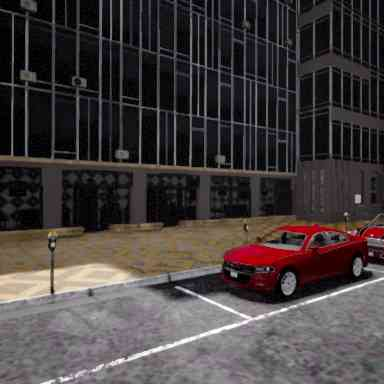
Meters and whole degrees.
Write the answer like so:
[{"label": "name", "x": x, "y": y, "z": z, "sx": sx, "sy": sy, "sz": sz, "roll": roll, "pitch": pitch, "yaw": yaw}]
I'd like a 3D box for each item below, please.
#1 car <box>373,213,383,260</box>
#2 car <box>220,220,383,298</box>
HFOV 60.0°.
[{"label": "car", "x": 7.250, "y": 1.440, "z": 11.726, "sx": 4.097, "sy": 1.590, "sz": 1.967, "roll": 0, "pitch": 0, "yaw": -35}, {"label": "car", "x": 2.740, "y": 1.545, "z": 8.510, "sx": 4.507, "sy": 1.381, "sz": 1.887, "roll": 0, "pitch": 0, "yaw": -35}]
